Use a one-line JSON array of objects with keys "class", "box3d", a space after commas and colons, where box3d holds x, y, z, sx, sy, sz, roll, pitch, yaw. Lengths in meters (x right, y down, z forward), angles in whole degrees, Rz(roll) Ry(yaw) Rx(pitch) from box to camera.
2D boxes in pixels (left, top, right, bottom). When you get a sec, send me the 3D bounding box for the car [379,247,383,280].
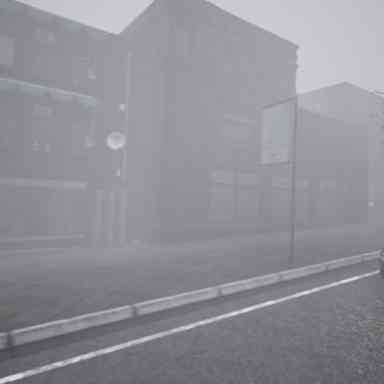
[{"class": "car", "box3d": [6.686, 1.443, 8.453, 5.008, 1.535, 1.882, 0, 0, -36]}]
